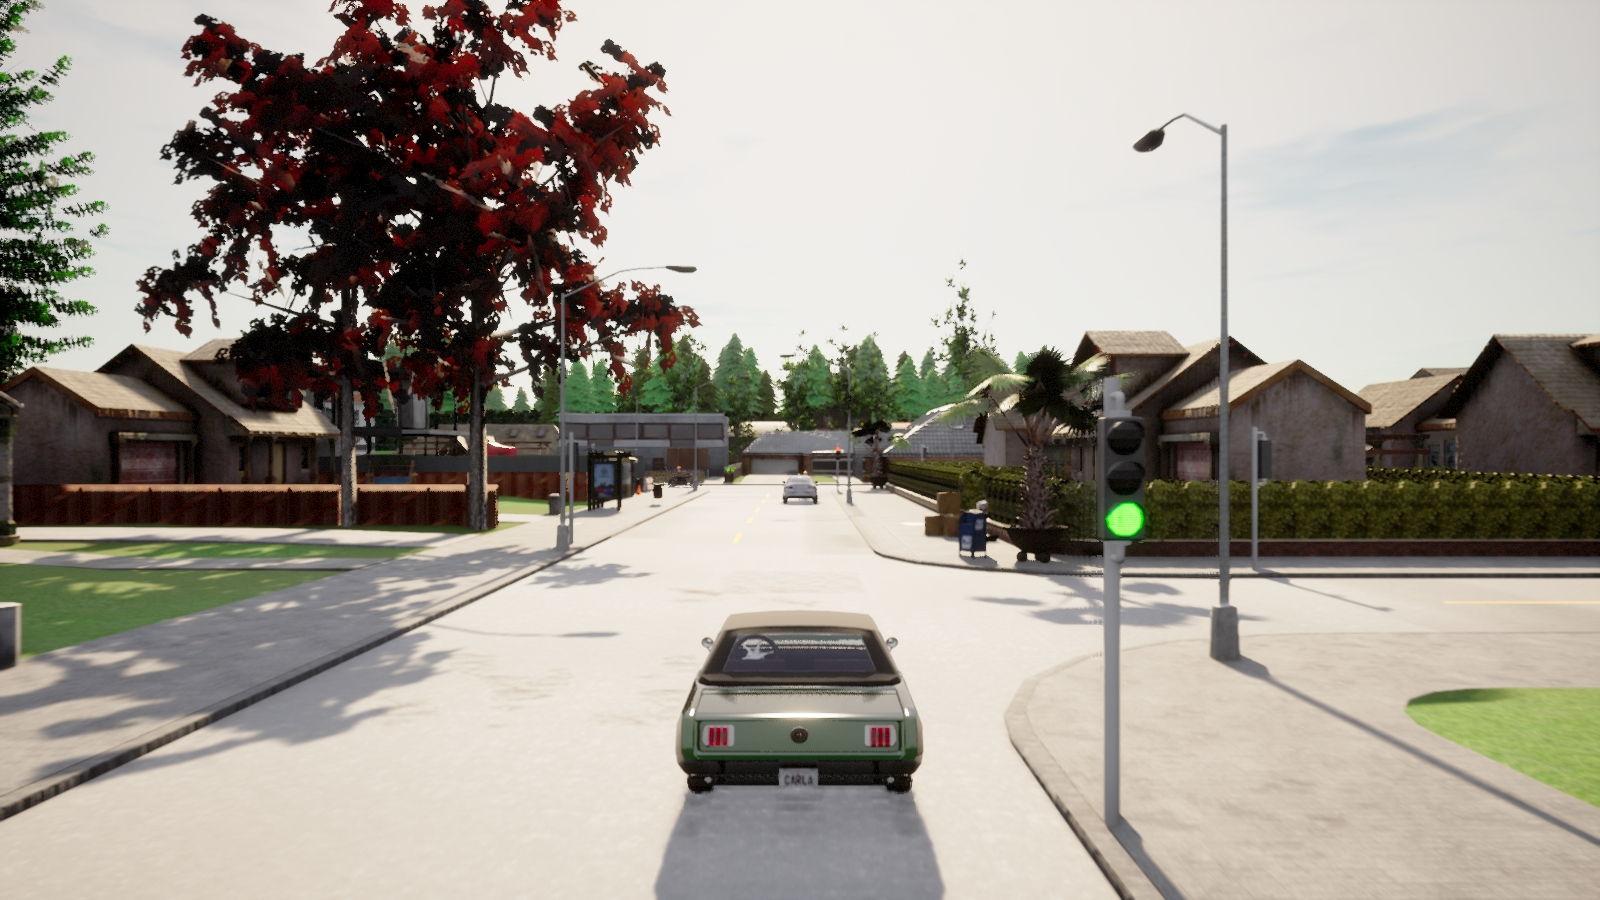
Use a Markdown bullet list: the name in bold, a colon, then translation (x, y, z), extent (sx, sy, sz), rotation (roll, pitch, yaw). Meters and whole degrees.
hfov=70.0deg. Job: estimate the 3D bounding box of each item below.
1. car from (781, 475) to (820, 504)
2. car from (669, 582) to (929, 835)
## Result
- **car**: translation (0.016, 2.097, 61.820), extent (2.002, 1.442, 4.674), rotation (0, 0, 0)
- **car**: translation (-0.003, 2.158, 10.692), extent (1.895, 1.301, 4.718), rotation (0, 0, 0)
